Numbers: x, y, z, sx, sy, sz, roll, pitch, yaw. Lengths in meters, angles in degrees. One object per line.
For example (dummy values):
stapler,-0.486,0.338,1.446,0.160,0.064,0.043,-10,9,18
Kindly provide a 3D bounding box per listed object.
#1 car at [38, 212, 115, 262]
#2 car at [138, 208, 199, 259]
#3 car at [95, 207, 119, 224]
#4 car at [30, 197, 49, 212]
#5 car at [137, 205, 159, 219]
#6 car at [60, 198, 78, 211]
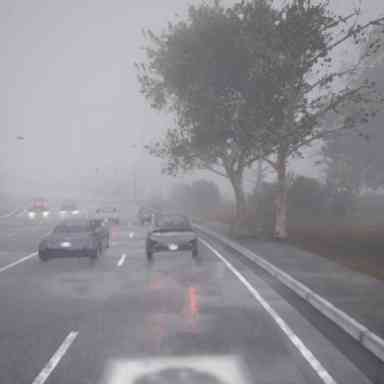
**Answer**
car,-4.373,1.711,12.902,1.994,1.385,4.181,0,-1,-7
car,-0.892,1.617,13.268,2.128,1.511,4.902,0,0,-7
car,-7.073,1.890,27.577,1.895,1.301,4.718,-1,0,-14
car,-19.399,1.484,42.376,2.097,1.767,4.553,-1,2,-22
car,-3.482,1.793,27.668,2.033,1.411,5.357,-1,0,-14
car,-16.169,1.572,43.733,1.837,1.490,4.892,-1,2,-22
